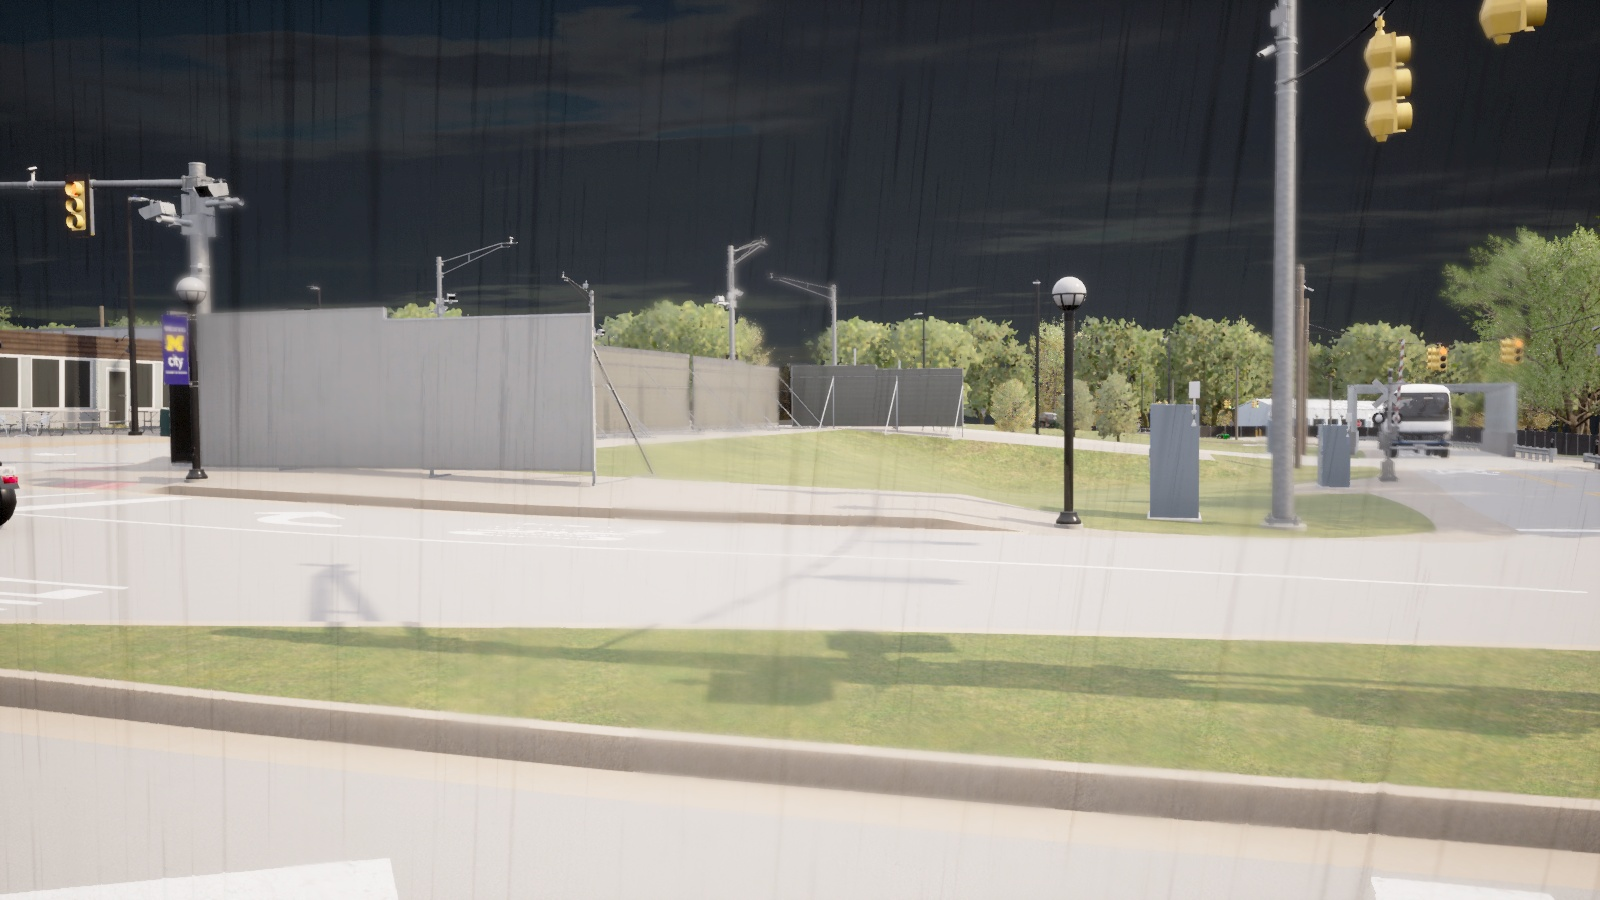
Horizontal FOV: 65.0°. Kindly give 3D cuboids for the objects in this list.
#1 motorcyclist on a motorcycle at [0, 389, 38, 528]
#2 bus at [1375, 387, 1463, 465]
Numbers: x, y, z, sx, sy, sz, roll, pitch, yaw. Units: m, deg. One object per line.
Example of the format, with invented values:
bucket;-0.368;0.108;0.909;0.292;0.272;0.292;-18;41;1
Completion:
motorcyclist on a motorcycle;-10.607;0.053;15.367;2.350;1.649;0.766;2;2;15
bus;36.216;-1.412;73.813;3.944;4.253;10.273;1;1;23
